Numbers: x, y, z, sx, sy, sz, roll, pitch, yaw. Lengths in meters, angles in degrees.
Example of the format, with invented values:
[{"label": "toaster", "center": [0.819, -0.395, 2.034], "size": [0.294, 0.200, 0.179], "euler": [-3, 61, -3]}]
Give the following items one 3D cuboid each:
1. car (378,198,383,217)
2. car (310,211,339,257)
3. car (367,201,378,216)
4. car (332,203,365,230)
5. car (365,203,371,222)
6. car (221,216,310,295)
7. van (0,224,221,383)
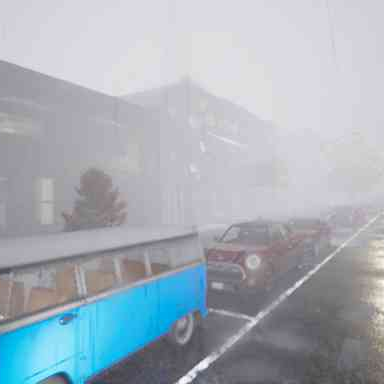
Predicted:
[{"label": "car", "center": [21.778, 1.724, 36.062], "size": [2.097, 1.767, 4.553], "euler": [-1, -1, 33]}, {"label": "car", "center": [4.570, 1.701, 13.696], "size": [1.887, 1.381, 4.507], "euler": [-1, -1, 32]}, {"label": "car", "center": [19.356, 1.976, 37.166], "size": [1.802, 1.307, 4.206], "euler": [-1, -1, 32]}, {"label": "car", "center": [10.483, 1.692, 23.086], "size": [1.967, 1.590, 4.097], "euler": [-1, -1, 32]}, {"label": "car", "center": [13.442, 1.844, 27.779], "size": [1.887, 1.381, 4.507], "euler": [-1, -1, 32]}, {"label": "car", "center": [1.612, 1.548, 9.003], "size": [1.967, 1.590, 4.097], "euler": [-1, -1, 32]}, {"label": "van", "center": [-1.347, 1.401, 4.311], "size": [1.690, 1.788, 3.998], "euler": [-1, -1, 32]}]
